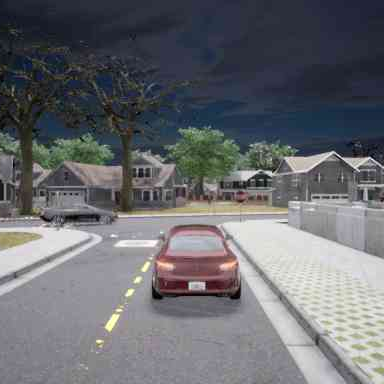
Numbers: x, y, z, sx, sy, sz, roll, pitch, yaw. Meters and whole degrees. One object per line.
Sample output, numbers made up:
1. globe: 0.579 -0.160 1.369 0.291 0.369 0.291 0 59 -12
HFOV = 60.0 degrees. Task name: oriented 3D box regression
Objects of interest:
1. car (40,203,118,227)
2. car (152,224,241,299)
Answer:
1. car: -7.450 1.461 22.140 4.902 1.511 2.128 0 0 -23
2. car: 0.087 1.527 8.295 1.812 1.442 4.674 0 0 0
